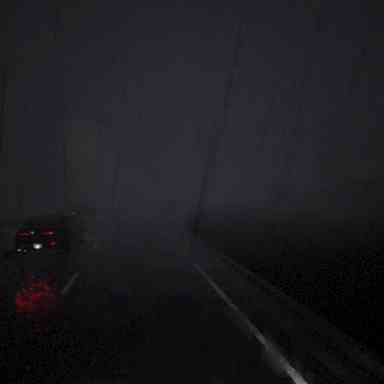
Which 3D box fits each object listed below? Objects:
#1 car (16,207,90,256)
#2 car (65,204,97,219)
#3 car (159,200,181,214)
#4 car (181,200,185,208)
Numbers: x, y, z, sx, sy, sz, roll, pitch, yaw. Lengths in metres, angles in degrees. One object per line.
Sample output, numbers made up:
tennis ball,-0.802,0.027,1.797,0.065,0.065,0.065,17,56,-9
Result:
car,-5.712,1.633,13.875,1.837,1.490,4.892,-1,0,-9
car,-10.055,1.789,29.250,2.033,1.411,5.357,-1,0,2
car,-2.670,1.670,38.760,1.837,1.490,4.892,-1,-1,3
car,-2.172,1.797,50.212,1.895,1.301,4.718,-1,0,3
